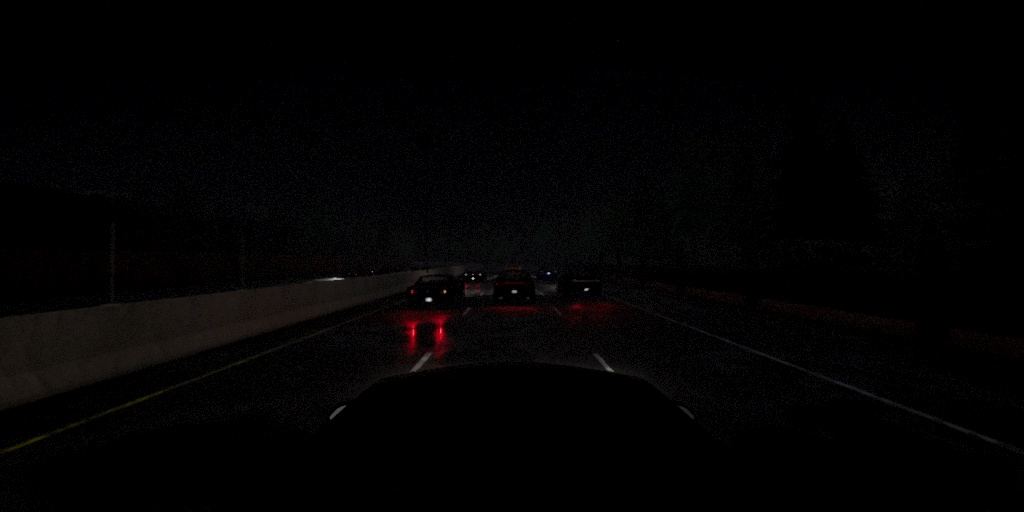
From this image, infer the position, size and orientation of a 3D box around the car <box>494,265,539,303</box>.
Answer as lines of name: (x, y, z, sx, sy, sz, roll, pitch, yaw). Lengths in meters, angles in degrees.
car: (0.105, 1.404, 17.978, 1.882, 1.535, 5.008, 0, 0, 0)

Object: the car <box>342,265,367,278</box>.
car: (-17.575, 1.736, 40.756, 1.994, 1.385, 4.181, 0, -1, 0)

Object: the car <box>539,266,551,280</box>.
car: (3.609, 1.700, 37.254, 1.994, 1.385, 4.181, 0, -1, 0)

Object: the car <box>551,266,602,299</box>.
car: (3.606, 1.438, 19.757, 2.128, 1.511, 4.902, 0, -1, 0)

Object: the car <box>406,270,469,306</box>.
car: (-3.396, 1.515, 16.860, 1.895, 1.301, 4.718, 0, -1, 0)

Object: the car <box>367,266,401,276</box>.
car: (-14.079, 1.767, 40.193, 1.895, 1.301, 4.718, 0, -1, 0)

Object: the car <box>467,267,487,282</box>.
car: (-3.393, 1.697, 33.622, 1.895, 1.301, 4.718, 0, -1, 0)

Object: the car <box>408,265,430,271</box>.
car: (-10.575, 1.741, 41.181, 1.994, 1.385, 4.181, 0, -1, 0)
